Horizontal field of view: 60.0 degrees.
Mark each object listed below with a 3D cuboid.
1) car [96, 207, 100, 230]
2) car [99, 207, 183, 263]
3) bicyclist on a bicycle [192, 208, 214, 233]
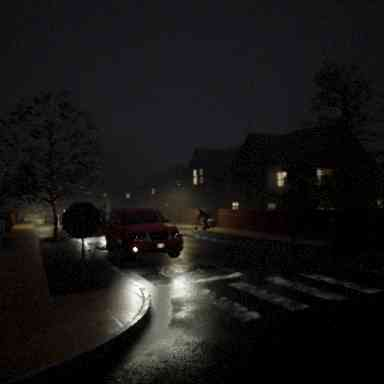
[{"bbox_3d":[-8.279,2.245,27.034,2.150,2.045,5.566,-1,-2,-26],"label":"car"},{"bbox_3d":[-2.363,1.735,14.810,2.150,2.045,5.566,-1,-2,-26],"label":"car"},{"bbox_3d":[0.695,1.893,21.925,1.656,1.620,0.582,-2,-1,-26],"label":"bicyclist on a bicycle"}]
